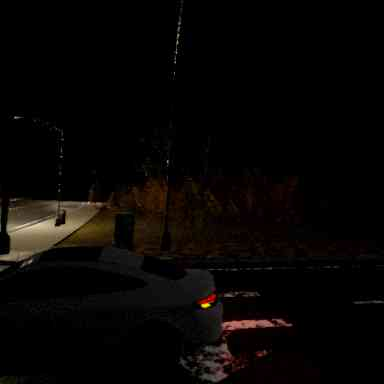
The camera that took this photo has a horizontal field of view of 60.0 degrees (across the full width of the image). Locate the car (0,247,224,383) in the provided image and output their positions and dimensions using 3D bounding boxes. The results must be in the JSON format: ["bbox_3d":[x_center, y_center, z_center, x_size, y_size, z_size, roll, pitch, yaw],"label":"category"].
[{"bbox_3d":[-1.894,1.528,4.564,4.674,1.442,1.812,1,0,-10],"label":"car"}]
